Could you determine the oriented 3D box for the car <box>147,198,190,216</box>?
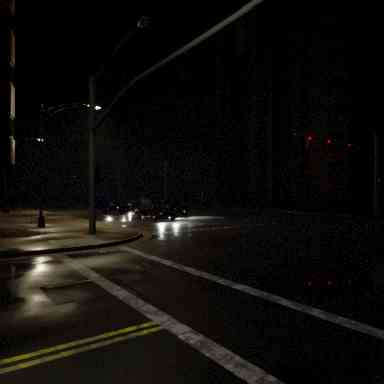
[{"bbox_3d":[-2.127,1.506,32.023,1.837,1.490,4.892,0,0,-36],"label":"car"}]

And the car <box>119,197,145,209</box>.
[{"bbox_3d":[-8.553,1.528,47.062,1.812,1.442,4.674,0,0,-36],"label":"car"}]

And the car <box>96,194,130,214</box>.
[{"bbox_3d":[-9.097,1.223,35.651,2.150,2.045,5.566,0,0,-36],"label":"car"}]

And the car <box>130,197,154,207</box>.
[{"bbox_3d":[-7.855,1.528,52.055,1.812,1.442,4.674,0,0,-37],"label":"car"}]

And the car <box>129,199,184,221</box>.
[{"bbox_3d":[-3.062,1.549,27.453,2.033,1.411,5.357,0,0,-31],"label":"car"}]

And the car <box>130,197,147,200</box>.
[{"bbox_3d":[-7.533,1.354,39.452,2.097,1.767,4.553,0,0,-37],"label":"car"}]
